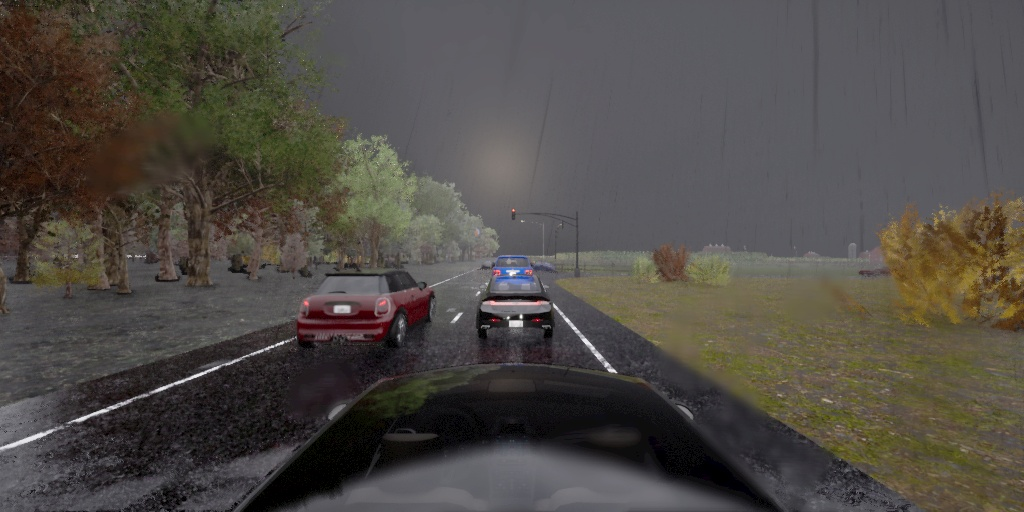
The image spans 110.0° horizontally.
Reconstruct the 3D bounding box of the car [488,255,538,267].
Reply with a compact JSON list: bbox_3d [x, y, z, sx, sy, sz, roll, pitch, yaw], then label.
[{"bbox_3d":[0.037,0.977,20.045,2.150,2.045,5.566,0,0,0],"label":"car"}]

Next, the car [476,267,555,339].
[{"bbox_3d":[0.074,1.244,10.128,2.128,1.511,4.902,0,0,0],"label":"car"}]

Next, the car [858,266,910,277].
[{"bbox_3d":[44.859,1.901,43.273,4.718,1.301,1.895,1,-1,0],"label":"car"}]

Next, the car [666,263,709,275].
[{"bbox_3d":[21.107,1.546,43.323,4.892,1.490,1.837,1,-1,0],"label":"car"}]

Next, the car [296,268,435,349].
[{"bbox_3d":[-3.425,1.104,9.340,2.097,1.767,4.553,0,0,0],"label":"car"}]

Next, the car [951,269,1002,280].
[{"bbox_3d":[51.211,1.835,39.662,4.674,1.442,1.812,1,-1,1],"label":"car"}]

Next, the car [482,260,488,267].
[{"bbox_3d":[-3.599,1.323,56.300,1.994,1.385,4.181,0,0,0],"label":"car"}]

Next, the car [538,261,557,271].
[{"bbox_3d":[3.699,1.368,47.266,4.674,1.442,1.812,3,2,41],"label":"car"}]
